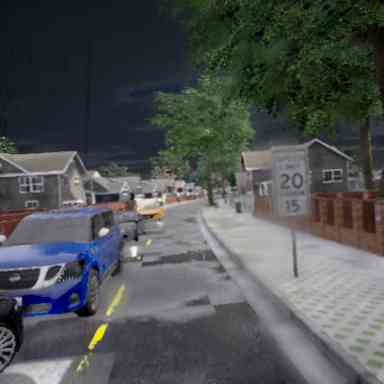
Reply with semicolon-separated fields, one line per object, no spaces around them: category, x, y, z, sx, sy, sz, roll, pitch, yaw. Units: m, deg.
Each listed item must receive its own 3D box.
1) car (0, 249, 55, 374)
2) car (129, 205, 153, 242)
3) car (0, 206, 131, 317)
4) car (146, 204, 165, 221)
car;-3.712;1.686;3.046;2.128;1.511;4.902;-2;-1;11
car;-3.605;1.789;18.175;2.128;1.511;4.902;-3;0;-2
car;-3.066;1.439;8.151;2.150;2.045;5.566;-3;0;-3
car;-3.726;1.846;31.289;1.882;1.535;5.008;-3;1;1
